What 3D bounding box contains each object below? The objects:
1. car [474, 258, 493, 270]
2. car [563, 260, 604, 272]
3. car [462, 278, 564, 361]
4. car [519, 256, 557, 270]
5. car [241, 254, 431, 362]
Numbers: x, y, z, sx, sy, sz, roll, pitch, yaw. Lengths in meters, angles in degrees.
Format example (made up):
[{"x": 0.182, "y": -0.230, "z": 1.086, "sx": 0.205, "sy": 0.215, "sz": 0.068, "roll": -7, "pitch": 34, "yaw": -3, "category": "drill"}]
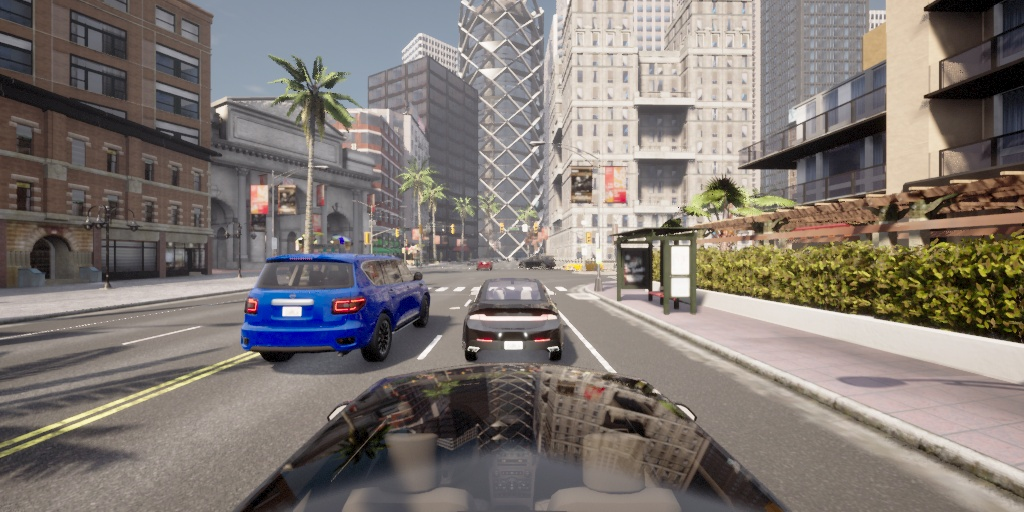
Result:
[{"x": -3.922, "y": 1.102, "z": 52.884, "sx": 2.097, "sy": 1.767, "sz": 4.553, "roll": 0, "pitch": 0, "yaw": -1, "category": "car"}, {"x": 8.788, "y": 1.227, "z": 44.420, "sx": 5.008, "sy": 1.535, "sz": 1.882, "roll": 0, "pitch": 0, "yaw": -4, "category": "car"}, {"x": 0.015, "y": 1.242, "z": 8.266, "sx": 2.128, "sy": 1.511, "sz": 4.902, "roll": 0, "pitch": 0, "yaw": 0, "category": "car"}, {"x": 3.677, "y": 0.970, "z": 51.327, "sx": 5.566, "sy": 2.045, "sz": 2.150, "roll": 0, "pitch": 1, "yaw": 36, "category": "car"}, {"x": -3.487, "y": 0.971, "z": 8.353, "sx": 2.150, "sy": 2.045, "sz": 5.566, "roll": 0, "pitch": 0, "yaw": 0, "category": "car"}]
